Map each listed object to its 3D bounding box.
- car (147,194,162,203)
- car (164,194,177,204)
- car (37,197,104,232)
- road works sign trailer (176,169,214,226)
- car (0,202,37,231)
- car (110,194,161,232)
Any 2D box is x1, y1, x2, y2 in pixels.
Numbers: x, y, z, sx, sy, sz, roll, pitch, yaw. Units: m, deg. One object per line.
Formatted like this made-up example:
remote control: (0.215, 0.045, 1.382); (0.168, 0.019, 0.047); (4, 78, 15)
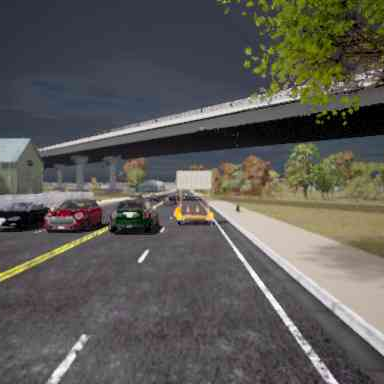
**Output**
car: (-6.702, 1.089, 59.767); (2.033, 1.411, 5.357); (0, 0, 0)
car: (-3.269, 1.088, 50.864); (2.128, 1.511, 4.902); (0, 0, 0)
car: (-6.593, 1.196, 18.980); (2.097, 1.767, 4.553); (0, 0, 0)
road works sign trailer: (0.139, 0.285, 21.783); (2.380, 3.560, 2.880); (0, 0, -3)
car: (-9.843, 1.333, 19.357); (2.128, 1.511, 4.902); (0, 0, 0)
car: (-3.149, 1.196, 18.923); (2.097, 1.767, 4.553); (0, 0, 0)
